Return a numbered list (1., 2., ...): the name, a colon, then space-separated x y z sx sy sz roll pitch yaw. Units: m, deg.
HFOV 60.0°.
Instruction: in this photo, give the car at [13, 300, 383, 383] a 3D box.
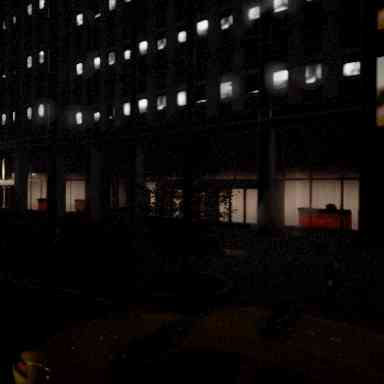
1. car: 0.431 1.524 2.557 4.829 1.417 1.752 0 1 36
